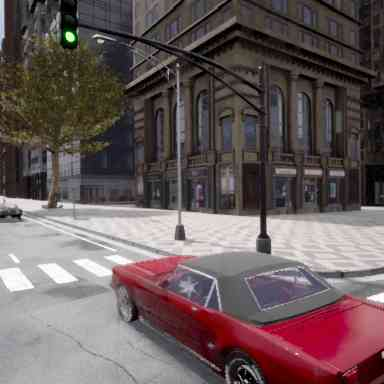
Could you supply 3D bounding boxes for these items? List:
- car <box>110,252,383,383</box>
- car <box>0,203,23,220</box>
[{"bbox_3d":[0.465,1.576,4.934,1.895,1.301,4.718,-1,1,-35],"label":"car"},{"bbox_3d":[-14.849,1.541,26.403,1.895,1.301,4.718,-1,0,-35],"label":"car"}]
